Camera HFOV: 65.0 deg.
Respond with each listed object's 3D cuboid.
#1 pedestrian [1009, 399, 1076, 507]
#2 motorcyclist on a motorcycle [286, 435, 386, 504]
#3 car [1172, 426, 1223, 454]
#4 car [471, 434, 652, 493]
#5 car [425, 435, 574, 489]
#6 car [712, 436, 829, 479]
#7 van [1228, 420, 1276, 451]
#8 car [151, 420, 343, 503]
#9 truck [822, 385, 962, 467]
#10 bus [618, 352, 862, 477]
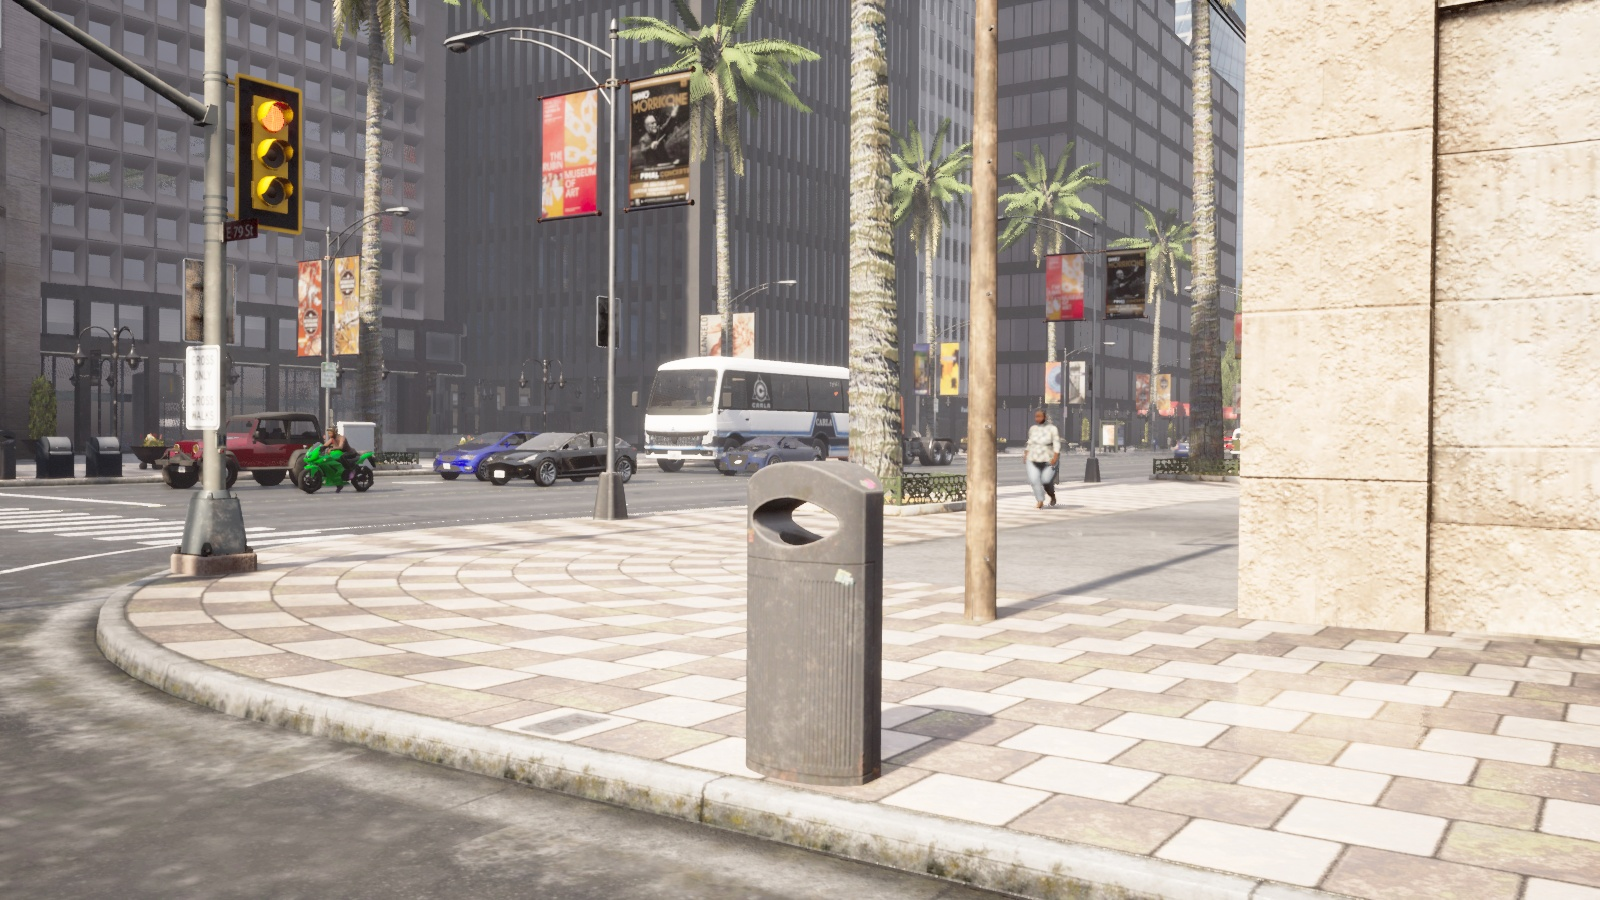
[{"bbox_3d":[4.284,0.046,22.177,0.874,1.855,0.900,0,1,33],"label":"pedestrian"},{"bbox_3d":[-10.567,0.418,28.681,0.797,1.523,2.044,0,1,34],"label":"motorcyclist on a motorcycle"},{"bbox_3d":[23.436,-0.591,73.883,1.851,1.617,3.988,0,1,33],"label":"car"},{"bbox_3d":[-6.506,0.315,34.783,2.163,1.488,4.792,0,1,33],"label":"car"},{"bbox_3d":[-8.902,0.314,37.493,1.816,1.474,4.193,0,1,34],"label":"car"},{"bbox_3d":[-0.953,0.215,43.117,1.994,1.385,4.181,0,1,33],"label":"car"},{"bbox_3d":[30.499,-0.978,84.738,2.069,2.038,4.480,0,1,33],"label":"van"},{"bbox_3d":[-13.428,0.230,30.680,1.905,1.878,3.866,0,1,34],"label":"car"},{"bbox_3d":[4.364,-1.074,57.412,2.891,3.462,7.936,0,1,33],"label":"truck"},{"bbox_3d":[-1.975,-1.281,47.871,3.944,4.253,10.273,0,1,34],"label":"bus"}]
